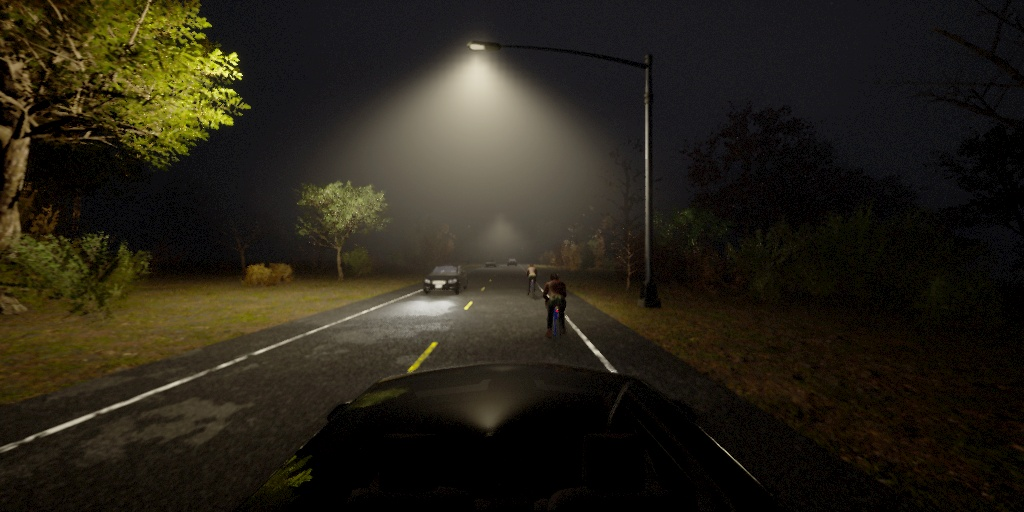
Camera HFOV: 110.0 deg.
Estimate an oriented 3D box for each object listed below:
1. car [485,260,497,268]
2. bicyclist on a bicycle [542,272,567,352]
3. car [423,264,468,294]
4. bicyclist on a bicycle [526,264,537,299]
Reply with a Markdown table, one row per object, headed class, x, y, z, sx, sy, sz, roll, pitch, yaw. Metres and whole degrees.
| class | x | y | z | sx | sy | sz | roll | pitch | yaw |
| --- | --- | --- | --- | --- | --- | --- | --- | --- | --- |
| car | -3.554 | 1.306 | 61.284 | 2.033 | 1.411 | 5.357 | 0 | 0 | 1 |
| bicyclist on a bicycle | 0.962 | 1.198 | 7.972 | 0.582 | 1.620 | 1.656 | 0 | 0 | 0 |
| car | -3.599 | 1.234 | 20.079 | 2.128 | 1.511 | 4.902 | 0 | 0 | 0 |
| bicyclist on a bicycle | 0.962 | 1.195 | 17.226 | 0.582 | 1.620 | 1.656 | 0 | 0 | 0 |
